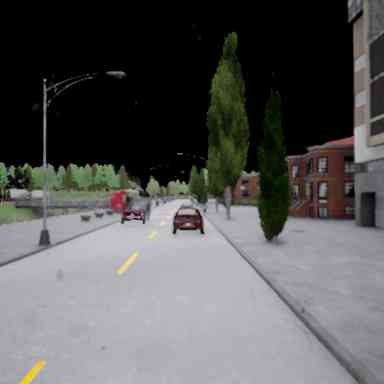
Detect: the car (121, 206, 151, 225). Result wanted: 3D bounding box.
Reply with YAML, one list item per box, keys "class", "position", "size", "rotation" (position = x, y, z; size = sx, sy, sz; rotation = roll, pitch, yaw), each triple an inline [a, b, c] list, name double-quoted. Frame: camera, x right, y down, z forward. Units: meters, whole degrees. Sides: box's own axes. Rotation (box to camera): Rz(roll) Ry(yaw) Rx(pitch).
- class: "car"
  position: [-4.446, 1.776, 26.755]
  size: [1.895, 1.301, 4.718]
  rotation: [0, -1, -1]

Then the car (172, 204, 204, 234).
- class: "car"
  position: [-0.255, 1.765, 21.651]
  size: [1.882, 1.535, 5.008]
  rotation: [0, -1, -1]
